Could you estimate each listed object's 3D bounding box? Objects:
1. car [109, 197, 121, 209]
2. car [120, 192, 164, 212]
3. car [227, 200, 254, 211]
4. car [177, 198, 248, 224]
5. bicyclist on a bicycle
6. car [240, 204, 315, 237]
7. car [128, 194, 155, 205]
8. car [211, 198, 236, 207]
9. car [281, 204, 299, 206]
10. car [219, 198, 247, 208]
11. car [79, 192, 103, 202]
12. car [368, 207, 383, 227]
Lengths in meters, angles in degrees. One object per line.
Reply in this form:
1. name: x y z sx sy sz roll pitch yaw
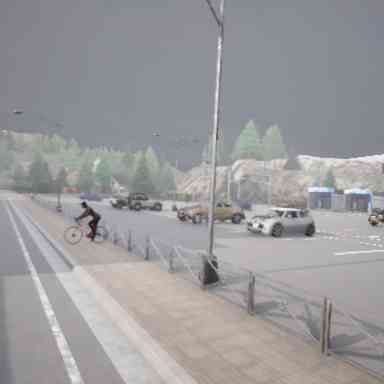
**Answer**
1. car: -6.865 0.963 37.167 4.605 1.855 1.932 3 0 -31
2. car: -5.041 1.031 34.870 3.866 1.878 1.905 3 0 -31
3. car: 7.274 2.011 49.664 3.633 1.501 1.845 3 0 -31
4. car: 1.420 1.409 23.833 5.027 1.636 2.152 3 0 -31
5. bicyclist on a bicycle: -4.037 1.195 12.815 1.656 1.620 0.582 3 0 -30
6. car: 4.937 1.655 18.460 3.806 1.475 1.970 3 0 -31
7. car: -8.256 1.253 54.449 3.806 1.475 1.970 3 0 -31
8. car: 6.266 2.052 66.443 4.514 1.523 2.007 3 0 -31
9. car: 12.288 2.223 41.023 4.514 1.523 2.007 3 0 -31
10. car: 7.897 2.120 63.764 5.027 1.636 2.152 3 0 -31
11. car: -16.152 0.808 53.266 3.633 1.501 1.845 3 0 -31
12. car: 17.980 2.281 29.918 4.605 1.855 1.932 3 0 -31
